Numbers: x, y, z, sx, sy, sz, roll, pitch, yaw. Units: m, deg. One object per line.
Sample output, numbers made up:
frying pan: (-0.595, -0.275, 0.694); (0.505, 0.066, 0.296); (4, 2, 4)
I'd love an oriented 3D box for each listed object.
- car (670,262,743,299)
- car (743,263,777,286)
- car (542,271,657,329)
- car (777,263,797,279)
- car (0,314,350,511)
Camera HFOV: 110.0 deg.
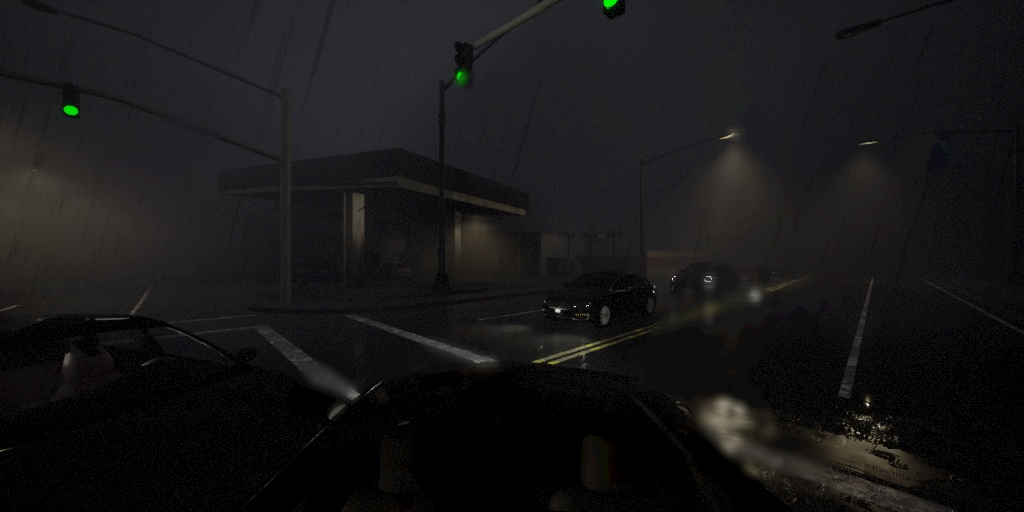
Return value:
car: (9.877, 1.102, 18.360); (4.553, 1.767, 2.097); (0, 0, -44)
car: (16.863, 1.314, 25.211); (1.994, 1.385, 4.181); (0, 0, 45)
car: (2.980, 1.255, 11.573); (4.892, 1.490, 1.837); (0, 0, -45)
car: (24.057, 1.314, 32.203); (4.181, 1.385, 1.994); (0, 0, -44)
car: (-3.399, 1.242, 2.610); (4.902, 1.511, 2.128); (0, 0, 15)
